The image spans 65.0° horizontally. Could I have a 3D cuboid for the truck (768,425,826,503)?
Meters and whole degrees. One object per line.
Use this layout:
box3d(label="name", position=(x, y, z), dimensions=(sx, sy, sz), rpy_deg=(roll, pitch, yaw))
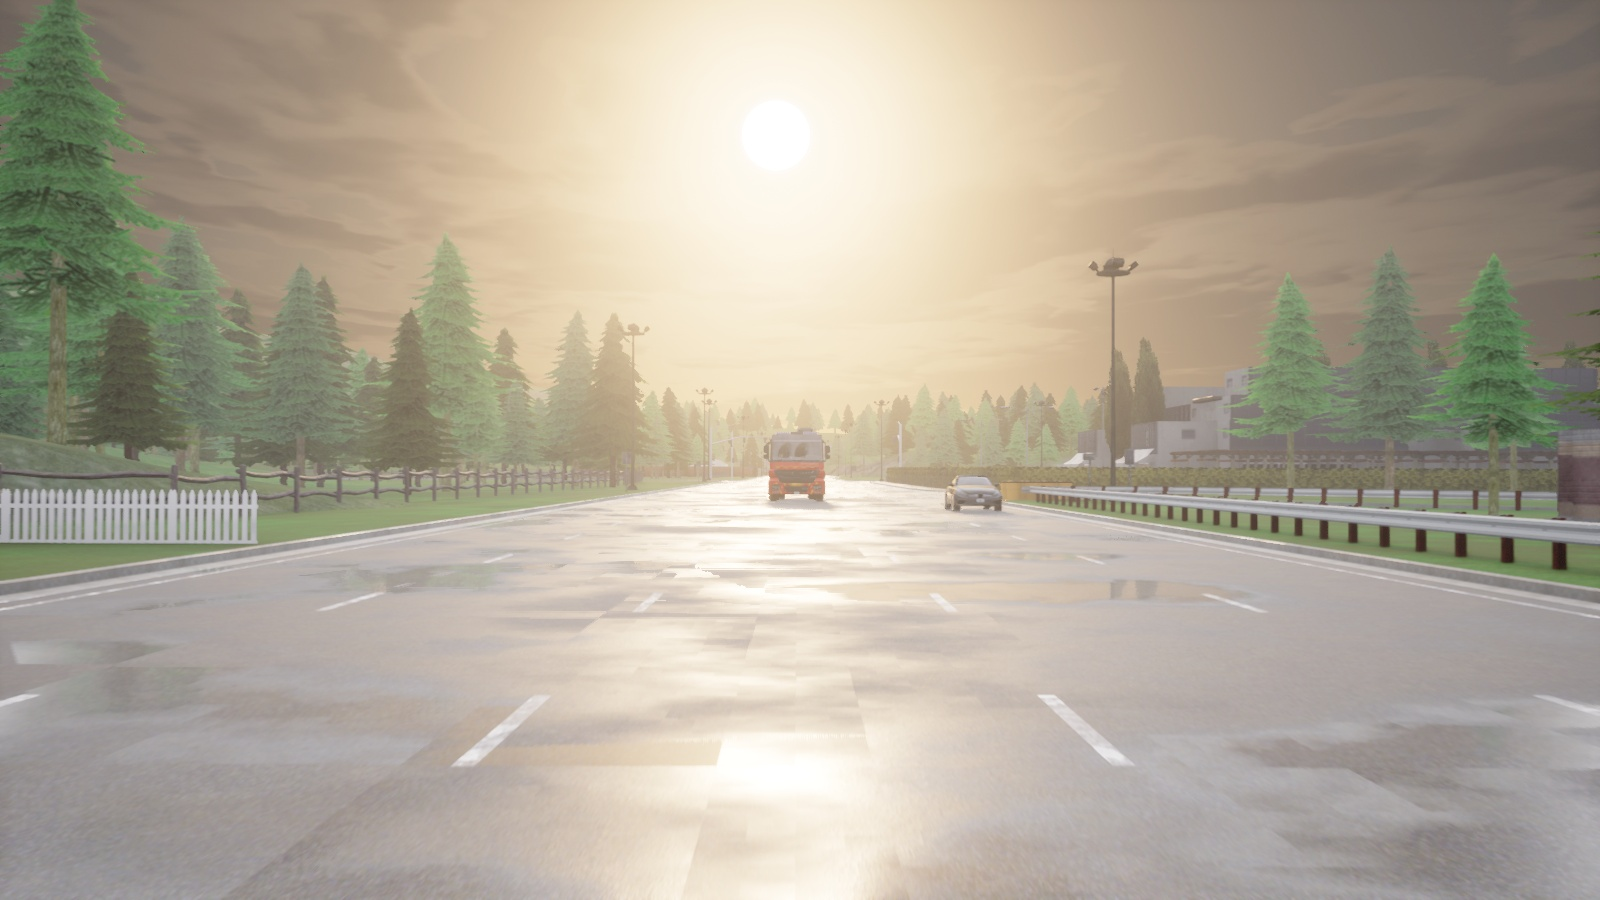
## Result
box3d(label="truck", position=(-0.160, 0.765, 66.551), dimensions=(2.891, 3.827, 8.468), rpy_deg=(0, -1, 0))

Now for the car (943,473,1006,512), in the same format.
box3d(label="car", position=(6.884, 1.649, 49.960), dimensions=(1.812, 1.442, 4.674), rpy_deg=(0, -1, 0))
